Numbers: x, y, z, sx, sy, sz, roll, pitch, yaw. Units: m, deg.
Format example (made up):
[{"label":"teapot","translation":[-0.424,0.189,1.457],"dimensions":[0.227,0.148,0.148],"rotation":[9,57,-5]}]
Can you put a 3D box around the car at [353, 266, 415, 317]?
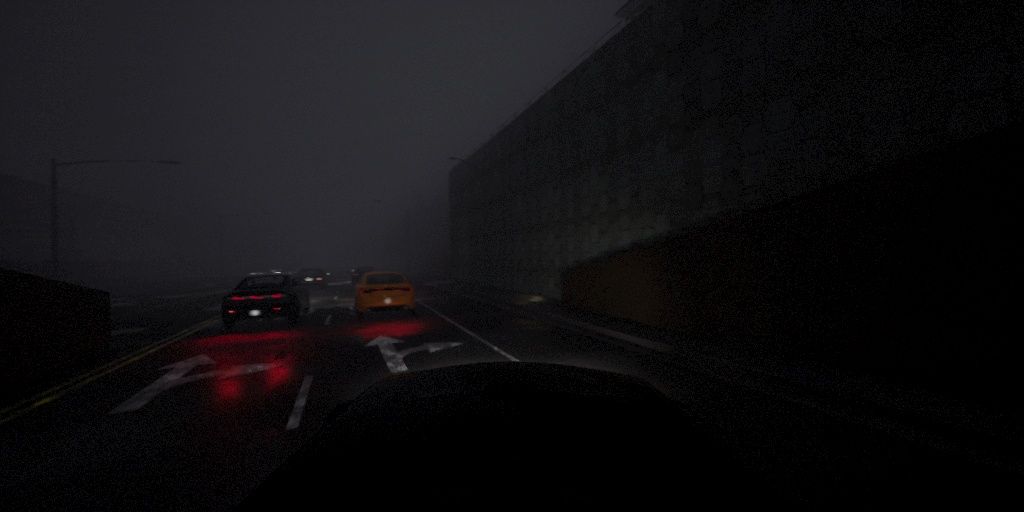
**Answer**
[{"label":"car","translation":[-4.996,1.314,13.837],"dimensions":[1.882,1.535,5.008],"rotation":[-1,0,-24]}]

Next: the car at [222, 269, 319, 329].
[{"label":"car","translation":[-8.051,1.372,12.093],"dimensions":[2.128,1.511,4.902],"rotation":[-1,0,-24]}]

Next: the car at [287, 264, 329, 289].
[{"label":"car","translation":[-13.846,1.526,24.839],"dimensions":[2.033,1.411,5.357],"rotation":[-1,0,-24]}]
